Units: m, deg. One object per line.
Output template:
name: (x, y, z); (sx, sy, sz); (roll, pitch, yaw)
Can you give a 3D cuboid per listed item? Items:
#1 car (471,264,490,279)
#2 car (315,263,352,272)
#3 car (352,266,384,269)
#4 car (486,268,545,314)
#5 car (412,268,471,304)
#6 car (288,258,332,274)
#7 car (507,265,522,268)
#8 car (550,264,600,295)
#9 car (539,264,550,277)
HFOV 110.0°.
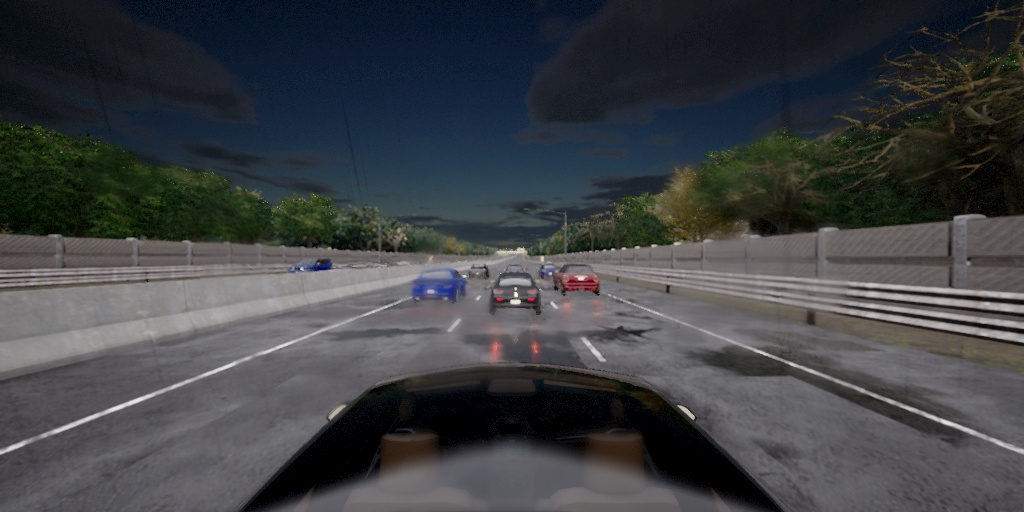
car: (-3.254, 1.523, 36.262); (2.128, 1.511, 4.902); (0, -1, 0)
car: (-17.449, 1.631, 36.289); (1.895, 1.301, 4.718); (0, 0, 0)
car: (-13.949, 1.631, 36.280); (1.895, 1.301, 4.718); (0, 0, 0)
car: (0.135, 1.375, 14.203); (1.812, 1.442, 4.674); (0, 0, 0)
car: (-3.347, 1.352, 17.334); (1.882, 1.535, 5.008); (0, 0, 0)
car: (-20.941, 1.263, 37.656); (2.150, 2.045, 5.566); (0, -1, 0)
car: (0.231, 1.552, 32.990); (2.033, 1.411, 5.357); (0, 0, 0)
car: (3.678, 1.259, 21.137); (2.097, 1.767, 4.553); (0, 0, 0)
car: (3.750, 1.563, 36.815); (1.812, 1.442, 4.674); (0, -1, 0)
